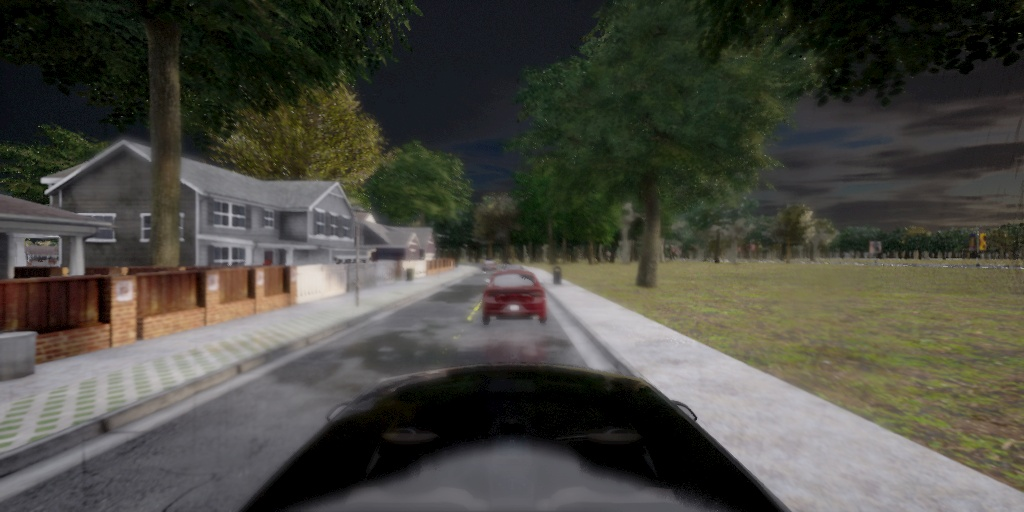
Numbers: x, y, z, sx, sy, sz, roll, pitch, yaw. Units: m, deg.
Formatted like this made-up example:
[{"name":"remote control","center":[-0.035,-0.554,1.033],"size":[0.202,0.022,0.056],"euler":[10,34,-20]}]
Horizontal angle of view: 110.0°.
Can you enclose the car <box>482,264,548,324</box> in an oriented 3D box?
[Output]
[{"name":"car","center":[0.091,1.222,12.063],"size":[1.882,1.535,5.008],"euler":[0,0,0]}]

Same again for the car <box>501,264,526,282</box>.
[{"name":"car","center":[0.150,1.359,29.784],"size":[1.895,1.301,4.718],"euler":[0,0,0]}]

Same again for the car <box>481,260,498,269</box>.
[{"name":"car","center":[-2.864,1.307,46.796],"size":[1.812,1.442,4.674],"euler":[0,0,-1]}]
